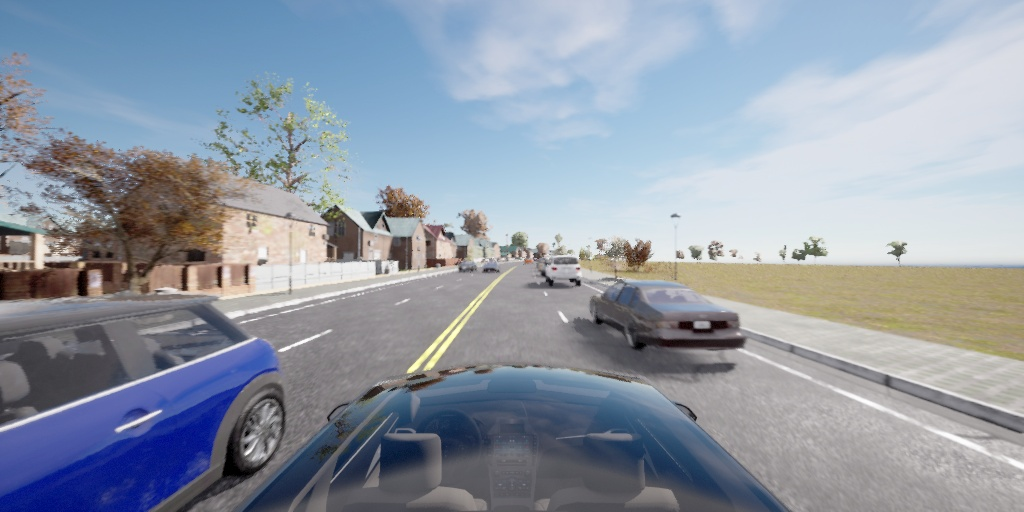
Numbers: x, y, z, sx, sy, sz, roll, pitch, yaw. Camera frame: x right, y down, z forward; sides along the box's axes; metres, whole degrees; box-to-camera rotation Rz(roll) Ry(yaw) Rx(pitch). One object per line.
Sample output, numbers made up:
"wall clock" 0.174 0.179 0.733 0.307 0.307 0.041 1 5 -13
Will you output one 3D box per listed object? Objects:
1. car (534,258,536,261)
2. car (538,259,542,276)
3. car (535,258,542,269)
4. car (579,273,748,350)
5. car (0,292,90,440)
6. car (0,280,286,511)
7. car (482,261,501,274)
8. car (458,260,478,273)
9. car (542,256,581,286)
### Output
"car" 5.017 1.149 58.363 2.097 1.767 4.553 0 0 4
"car" 3.913 1.304 36.533 1.812 1.442 4.674 0 0 2
"car" 4.410 1.243 47.657 1.801 1.575 5.366 0 0 3
"car" 3.393 1.307 9.070 2.033 1.411 5.357 0 0 -2
"car" -6.588 1.231 2.241 2.128 1.511 4.902 0 0 0
"car" -3.337 1.096 1.713 2.097 1.767 4.553 0 0 0
"car" -2.396 1.326 42.798 2.033 1.411 5.357 0 0 3
"car" -5.521 1.270 45.160 2.128 1.511 4.902 0 0 3
"car" 3.559 0.992 25.625 2.150 2.045 5.566 0 0 2
